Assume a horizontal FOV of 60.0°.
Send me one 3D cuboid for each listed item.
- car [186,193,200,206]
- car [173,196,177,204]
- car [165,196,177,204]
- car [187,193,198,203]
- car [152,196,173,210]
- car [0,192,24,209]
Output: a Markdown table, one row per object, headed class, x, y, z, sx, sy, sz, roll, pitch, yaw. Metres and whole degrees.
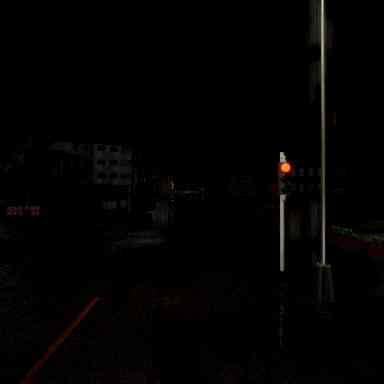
| class | x | y | z | sx | sy | sz | roll | pitch | yaw |
| --- | --- | --- | --- | --- | --- | --- | --- | --- | --- |
| car | 0.176 | 1.352 | 53.807 | 2.097 | 1.767 | 4.553 | 0 | 0 | 0 |
| car | -4.019 | 1.491 | 52.987 | 2.128 | 1.511 | 4.902 | 0 | 0 | 0 |
| car | -3.966 | 1.477 | 63.162 | 1.882 | 1.535 | 5.008 | 0 | 0 | 0 |
| car | 0.104 | 1.225 | 72.303 | 2.150 | 2.045 | 5.566 | 0 | 0 | 0 |
| car | -4.040 | 1.491 | 43.023 | 2.128 | 1.511 | 4.902 | 0 | 0 | 0 |
| car | -19.709 | 0.985 | 34.940 | 1.905 | 1.878 | 3.866 | 0 | 0 | 35 |
